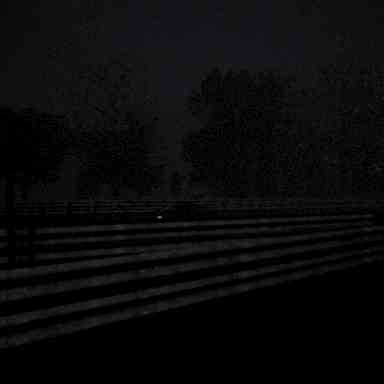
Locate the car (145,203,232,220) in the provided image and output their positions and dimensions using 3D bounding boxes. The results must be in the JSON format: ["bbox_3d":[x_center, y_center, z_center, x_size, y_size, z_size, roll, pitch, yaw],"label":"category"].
[{"bbox_3d":[-0.046,1.286,17.023,4.674,1.442,1.812,0,0,-26],"label":"car"}]
